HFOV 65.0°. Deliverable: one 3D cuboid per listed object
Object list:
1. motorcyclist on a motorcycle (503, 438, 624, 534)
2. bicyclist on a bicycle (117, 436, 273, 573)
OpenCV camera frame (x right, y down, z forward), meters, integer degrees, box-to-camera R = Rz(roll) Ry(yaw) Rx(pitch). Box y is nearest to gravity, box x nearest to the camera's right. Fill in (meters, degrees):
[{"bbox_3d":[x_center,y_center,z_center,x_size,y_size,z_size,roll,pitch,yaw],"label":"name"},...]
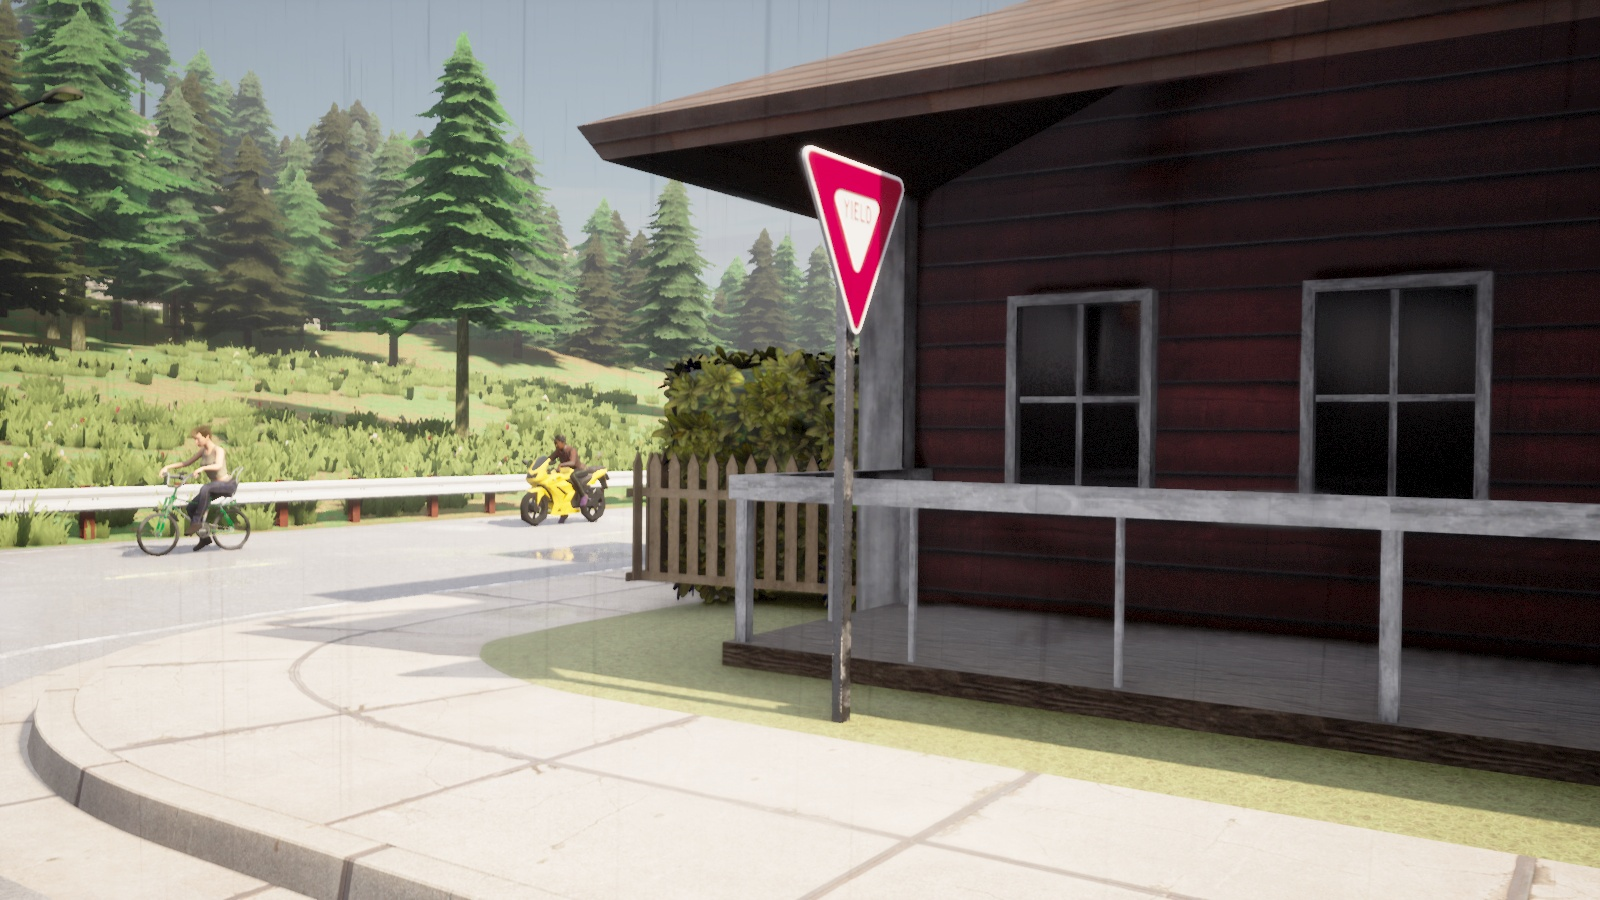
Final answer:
[{"bbox_3d":[-3.964,0.573,21.189,0.797,1.523,2.044,0,1,34],"label":"motorcyclist on a motorcycle"},{"bbox_3d":[-7.561,0.634,15.743,0.866,1.612,1.509,0,1,34],"label":"bicyclist on a bicycle"}]
